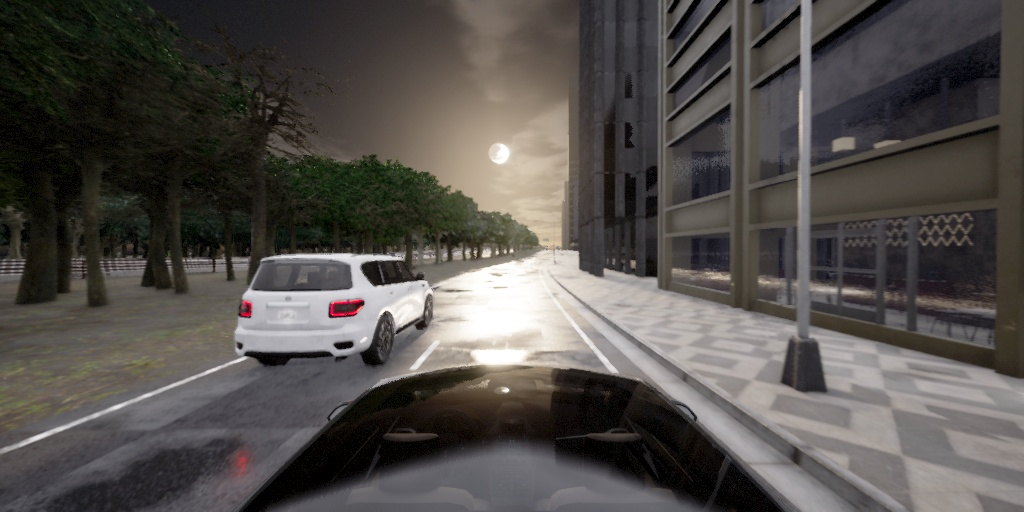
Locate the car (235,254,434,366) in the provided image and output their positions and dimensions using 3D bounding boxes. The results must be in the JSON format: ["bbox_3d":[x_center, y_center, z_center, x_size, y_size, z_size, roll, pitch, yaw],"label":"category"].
[{"bbox_3d":[-3.363,0.969,8.090,2.150,2.045,5.566,0,0,0],"label":"car"}]
